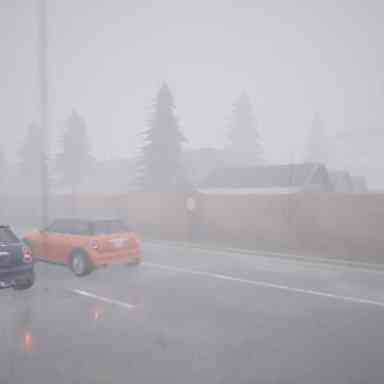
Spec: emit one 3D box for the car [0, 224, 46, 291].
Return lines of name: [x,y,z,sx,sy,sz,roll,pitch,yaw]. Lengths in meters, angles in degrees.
car: [-5.932,1.490,8.327,4.553,1.767,2.097,0,-1,37]

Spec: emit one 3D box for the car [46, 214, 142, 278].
car: [-3.847,1.570,11.137,4.553,1.767,2.097,0,-1,37]
